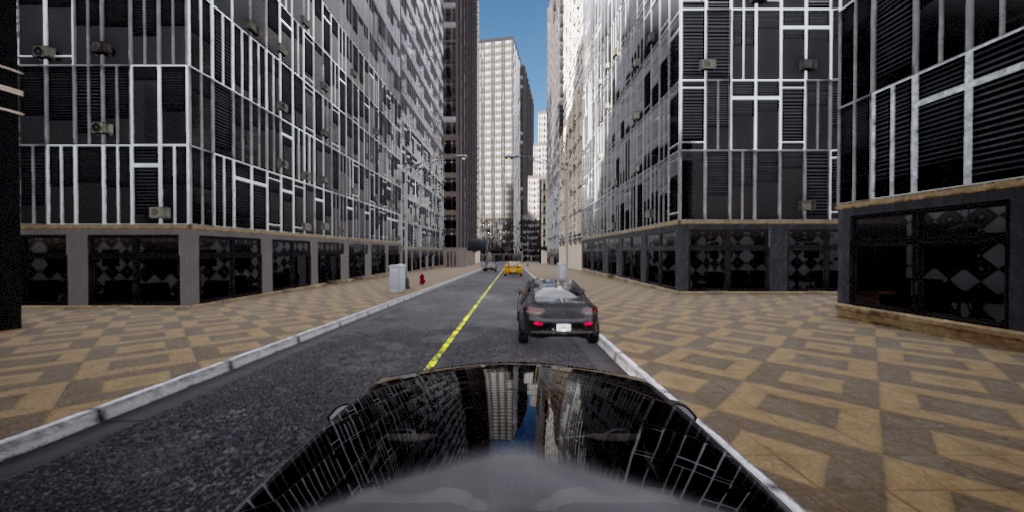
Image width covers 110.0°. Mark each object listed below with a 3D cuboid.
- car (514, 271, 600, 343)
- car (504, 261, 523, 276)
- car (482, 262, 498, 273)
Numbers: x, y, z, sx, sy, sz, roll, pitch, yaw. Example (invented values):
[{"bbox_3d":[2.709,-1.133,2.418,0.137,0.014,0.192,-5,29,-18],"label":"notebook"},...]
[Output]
[{"bbox_3d":[1.060,1.305,9.625,1.812,1.442,4.674,0,0,0],"label":"car"},{"bbox_3d":[0.131,1.376,39.280,1.882,1.535,5.008,0,0,0],"label":"car"},{"bbox_3d":[-2.935,1.489,48.900,2.033,1.411,5.357,0,0,0],"label":"car"}]
